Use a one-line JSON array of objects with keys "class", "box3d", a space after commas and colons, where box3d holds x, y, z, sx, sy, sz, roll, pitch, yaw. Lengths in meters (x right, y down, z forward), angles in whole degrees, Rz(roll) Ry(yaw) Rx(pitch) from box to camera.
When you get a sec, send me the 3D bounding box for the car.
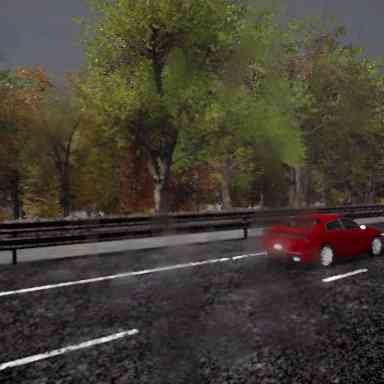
[{"class": "car", "box3d": [4.569, 1.485, 11.369, 5.008, 1.535, 1.882, 0, 0, -36]}]
